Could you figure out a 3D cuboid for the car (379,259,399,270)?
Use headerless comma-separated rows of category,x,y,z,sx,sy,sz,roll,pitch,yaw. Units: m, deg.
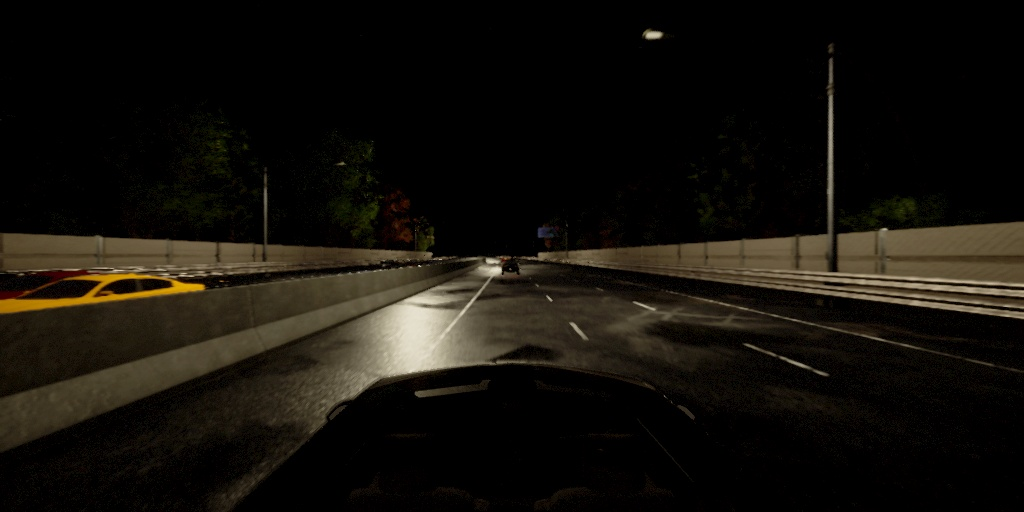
car,-18.097,1.192,52.926,2.128,1.511,4.902,0,0,-1

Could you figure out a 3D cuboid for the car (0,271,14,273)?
car,-14.079,1.218,11.017,1.882,1.535,5.008,0,0,0

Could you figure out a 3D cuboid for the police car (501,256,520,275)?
police car,-0.187,1.142,39.125,1.930,1.638,5.238,0,0,-1

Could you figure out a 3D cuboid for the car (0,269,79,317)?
car,-17.580,1.245,11.343,1.837,1.490,4.892,0,0,0

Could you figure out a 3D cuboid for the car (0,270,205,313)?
car,-10.579,1.220,9.183,1.882,1.535,5.008,0,0,0

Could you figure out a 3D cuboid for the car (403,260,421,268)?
car,-14.602,1.263,53.000,1.994,1.385,4.181,0,0,-1

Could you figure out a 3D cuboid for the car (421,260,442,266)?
car,-11.047,1.251,51.153,2.033,1.411,5.357,0,0,-1
